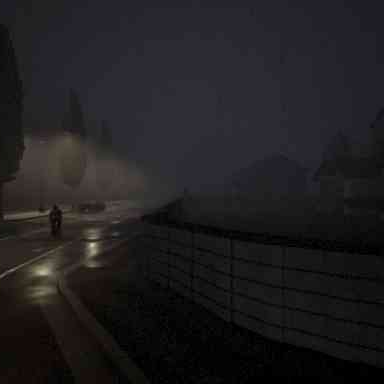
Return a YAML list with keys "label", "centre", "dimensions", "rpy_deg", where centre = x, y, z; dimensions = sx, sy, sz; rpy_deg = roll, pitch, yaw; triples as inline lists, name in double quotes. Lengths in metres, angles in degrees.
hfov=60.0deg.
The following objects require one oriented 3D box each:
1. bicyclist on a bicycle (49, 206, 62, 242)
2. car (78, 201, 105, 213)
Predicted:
- label: "bicyclist on a bicycle"
  centre: [-6.249, 1.454, 15.295]
  dimensions: [0.582, 1.620, 1.656]
  rpy_deg: [0, -2, -33]
- label: "car"
  centre: [-11.067, 1.601, 37.160]
  dimensions: [1.895, 1.301, 4.718]
  rpy_deg: [0, 0, -1]
